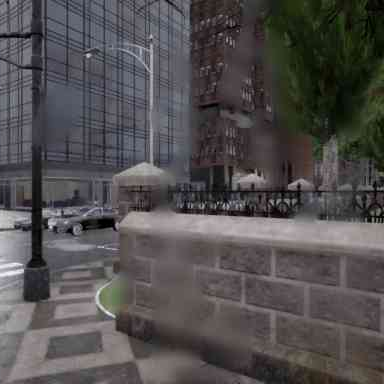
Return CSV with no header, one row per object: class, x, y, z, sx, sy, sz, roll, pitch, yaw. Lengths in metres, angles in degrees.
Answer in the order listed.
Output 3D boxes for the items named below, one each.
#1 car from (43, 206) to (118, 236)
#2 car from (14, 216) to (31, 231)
car,-5.881,1.576,19.211,2.128,1.511,4.902,0,0,36
car,-8.440,1.632,20.220,2.008,1.369,4.403,0,-1,36
